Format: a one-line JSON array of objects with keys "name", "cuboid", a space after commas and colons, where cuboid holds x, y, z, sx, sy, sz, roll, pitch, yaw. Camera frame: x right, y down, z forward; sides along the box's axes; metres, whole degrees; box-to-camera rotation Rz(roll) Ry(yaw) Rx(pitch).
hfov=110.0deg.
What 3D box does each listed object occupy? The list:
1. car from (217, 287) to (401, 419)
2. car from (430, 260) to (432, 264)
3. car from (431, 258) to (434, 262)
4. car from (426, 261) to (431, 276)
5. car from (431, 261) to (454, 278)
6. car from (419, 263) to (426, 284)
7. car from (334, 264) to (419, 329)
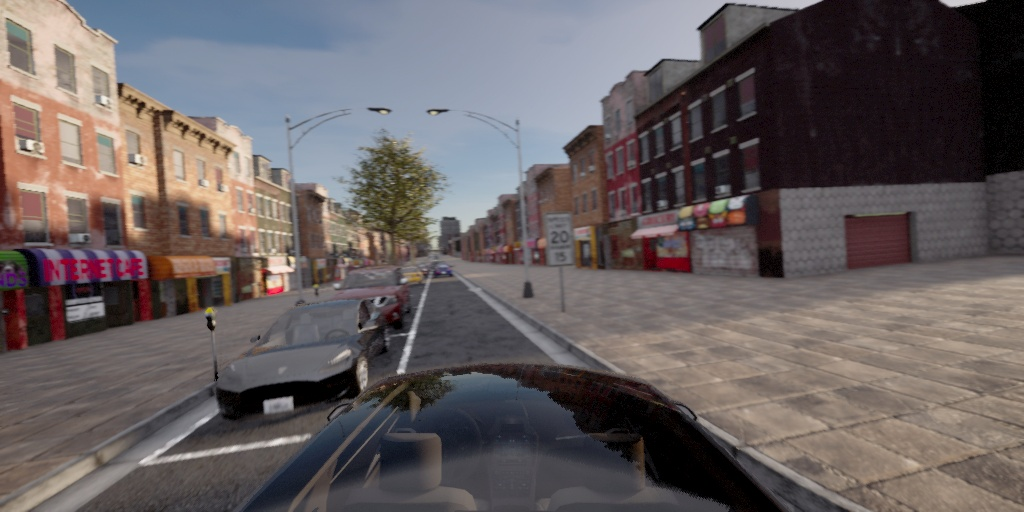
[{"name": "car", "cuboid": [-3.307, 1.506, 6.551, 1.948, 1.339, 4.313, 0, 0, -12]}, {"name": "car", "cuboid": [-12.506, 1.756, 49.833, 1.967, 1.591, 4.097, 0, 0, -12]}, {"name": "car", "cuboid": [-10.253, 1.512, 51.847, 2.097, 1.767, 4.553, -4, 0, -11]}, {"name": "car", "cuboid": [-11.358, 1.688, 44.423, 1.967, 1.591, 4.097, 0, 0, -12]}, {"name": "car", "cuboid": [-7.445, 1.526, 38.708, 1.812, 1.442, 4.674, -4, 0, -12]}, {"name": "car", "cuboid": [-8.491, 1.566, 30.147, 1.801, 1.575, 5.366, -4, 0, -12]}, {"name": "car", "cuboid": [-4.456, 1.288, 11.959, 2.192, 1.841, 5.009, 0, 0, -12]}]
